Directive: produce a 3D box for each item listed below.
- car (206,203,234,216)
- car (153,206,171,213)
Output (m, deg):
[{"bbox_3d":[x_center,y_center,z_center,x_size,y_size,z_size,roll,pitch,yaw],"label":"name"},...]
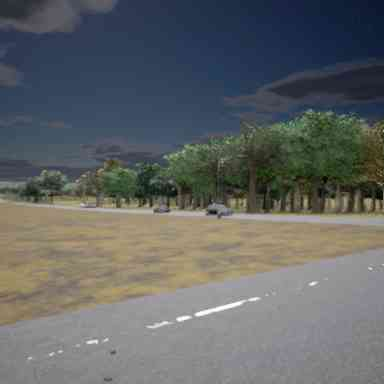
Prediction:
[{"bbox_3d":[3.910,2.503,47.050,2.097,1.767,4.553,1,-2,-33],"label":"car"},{"bbox_3d":[-5.492,3.261,61.544,1.994,1.385,4.181,1,-2,-33],"label":"car"}]
